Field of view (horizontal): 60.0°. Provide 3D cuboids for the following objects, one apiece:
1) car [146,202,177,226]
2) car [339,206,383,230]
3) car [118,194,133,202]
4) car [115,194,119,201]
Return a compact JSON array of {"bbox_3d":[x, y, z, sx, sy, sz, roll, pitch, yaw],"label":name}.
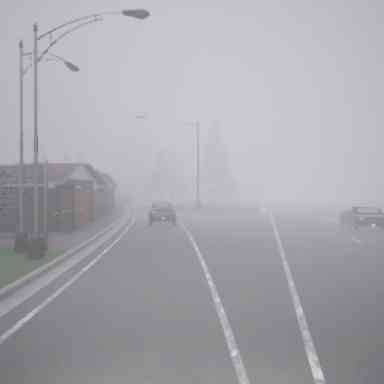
[{"bbox_3d":[-2.186,1.486,23.710,2.128,1.511,4.902,0,0,-8],"label":"car"},{"bbox_3d":[10.633,1.557,20.796,1.895,1.301,4.718,0,0,12],"label":"car"},{"bbox_3d":[-14.303,1.553,73.105,1.994,1.385,4.181,0,0,-21],"label":"car"},{"bbox_3d":[-17.829,1.325,82.151,1.882,1.535,5.008,0,0,-24],"label":"car"}]
